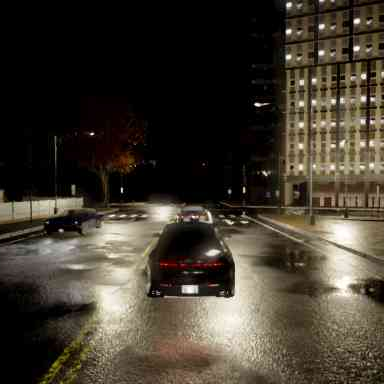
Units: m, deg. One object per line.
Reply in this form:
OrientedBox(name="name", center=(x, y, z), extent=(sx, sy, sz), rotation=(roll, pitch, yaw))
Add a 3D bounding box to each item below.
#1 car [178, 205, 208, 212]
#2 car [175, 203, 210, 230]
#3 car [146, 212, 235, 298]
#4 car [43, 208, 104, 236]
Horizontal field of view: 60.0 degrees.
OrientedBox(name="car", center=(0.105, 1.486, 13.300), extent=(2.128, 1.511, 4.902), rotation=(0, 0, 0))
OrientedBox(name="car", center=(0.045, 1.544, 22.324), extent=(2.033, 1.411, 5.357), rotation=(0, 0, 0))
OrientedBox(name="car", center=(-0.019, 1.503, 8.476), extent=(1.837, 1.490, 4.892), rotation=(0, 0, 0))
OrientedBox(name="car", center=(-6.468, 1.597, 18.676), extent=(1.895, 1.301, 4.718), rotation=(0, 0, 0))
